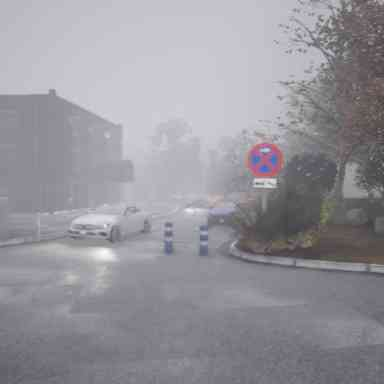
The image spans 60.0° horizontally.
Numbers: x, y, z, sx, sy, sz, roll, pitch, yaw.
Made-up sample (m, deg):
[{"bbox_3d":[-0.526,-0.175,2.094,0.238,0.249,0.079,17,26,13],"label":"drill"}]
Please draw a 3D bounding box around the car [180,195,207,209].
[{"bbox_3d":[0.125,1.289,40.580,1.994,1.385,4.181,1,0,-8],"label":"car"}]

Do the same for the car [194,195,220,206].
[{"bbox_3d":[2.147,1.201,49.069,2.231,1.521,4.892,0,0,-19],"label":"car"}]

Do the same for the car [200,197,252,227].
[{"bbox_3d":[2.259,1.301,20.665,2.097,1.535,5.008,1,0,15],"label":"car"}]

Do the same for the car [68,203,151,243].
[{"bbox_3d":[-3.318,1.211,14.431,1.812,1.442,4.674,2,0,17],"label":"car"}]

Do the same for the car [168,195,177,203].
[{"bbox_3d":[-2.530,1.244,59.615,2.231,1.521,4.892,0,-1,-32],"label":"car"}]

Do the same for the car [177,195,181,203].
[{"bbox_3d":[-0.040,1.201,54.309,2.097,1.535,5.008,0,1,-25],"label":"car"}]

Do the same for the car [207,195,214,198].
[{"bbox_3d":[3.482,1.248,43.635,2.097,1.535,5.008,0,0,-11],"label":"car"}]

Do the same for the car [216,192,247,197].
[{"bbox_3d":[3.533,1.045,26.523,2.435,2.045,5.566,1,0,9],"label":"car"}]
